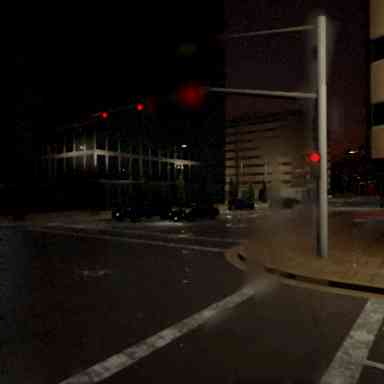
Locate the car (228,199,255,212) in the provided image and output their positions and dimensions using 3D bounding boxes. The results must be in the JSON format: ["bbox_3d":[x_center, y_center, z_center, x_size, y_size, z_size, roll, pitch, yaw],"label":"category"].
[{"bbox_3d":[6.263,1.663,41.716,1.812,1.442,4.674,-1,0,37],"label":"car"}]

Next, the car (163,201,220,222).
[{"bbox_3d":[0.322,1.665,27.817,2.033,1.411,5.357,-1,0,36],"label":"car"}]

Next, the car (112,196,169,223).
[{"bbox_3d":[-4.030,1.367,27.780,2.150,2.045,5.566,-1,0,38],"label":"car"}]

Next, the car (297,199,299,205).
[{"bbox_3d":[16.265,1.486,55.076,1.994,1.385,4.181,-1,0,37],"label":"car"}]

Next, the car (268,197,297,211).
[{"bbox_3d":[11.532,1.611,42.939,1.837,1.490,4.892,-1,0,37],"label":"car"}]
